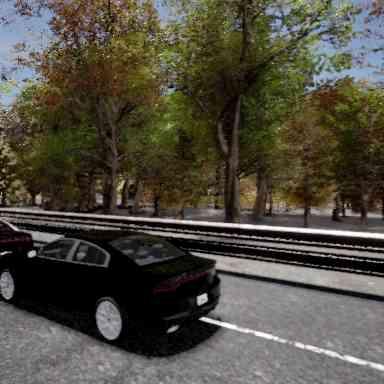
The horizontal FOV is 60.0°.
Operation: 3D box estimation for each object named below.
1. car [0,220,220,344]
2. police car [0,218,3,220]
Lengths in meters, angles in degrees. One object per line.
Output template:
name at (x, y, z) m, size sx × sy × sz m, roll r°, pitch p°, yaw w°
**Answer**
car at (-1.857, 1.467, 6.494) m, size 5.008 × 1.535 × 1.882 m, roll 0°, pitch 0°, yaw 36°
police car at (-6.867, 1.392, 10.059) m, size 5.238 × 1.638 × 1.930 m, roll 0°, pitch 0°, yaw 35°
